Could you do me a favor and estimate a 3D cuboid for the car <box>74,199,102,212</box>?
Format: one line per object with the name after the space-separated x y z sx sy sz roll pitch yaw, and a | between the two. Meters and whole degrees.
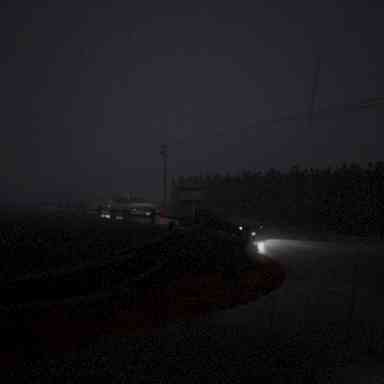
-11.031 1.499 35.096 2.128 1.511 4.902 0 0 -35 | car

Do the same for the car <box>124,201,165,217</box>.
-4.666 1.610 31.953 1.895 1.301 4.718 0 0 -35 | car

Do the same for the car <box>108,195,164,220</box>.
-4.737 1.228 26.174 2.150 2.045 5.566 0 0 -35 | car

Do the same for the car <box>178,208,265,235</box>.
1.323 1.554 17.616 2.033 1.411 5.357 0 0 -35 | car
